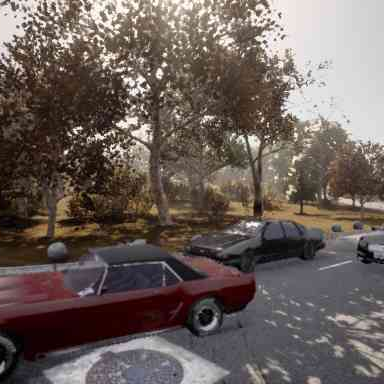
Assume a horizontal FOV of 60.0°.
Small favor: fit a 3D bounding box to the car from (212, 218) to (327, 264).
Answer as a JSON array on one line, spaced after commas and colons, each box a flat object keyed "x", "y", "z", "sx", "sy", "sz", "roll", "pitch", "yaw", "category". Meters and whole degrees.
[{"x": 2.307, "y": 1.576, "z": 10.893, "sx": 5.357, "sy": 1.411, "sz": 2.033, "roll": 0, "pitch": 0, "yaw": -38, "category": "car"}]

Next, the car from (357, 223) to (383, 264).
[{"x": 7.246, "y": 1.555, "z": 10.860, "sx": 4.902, "sy": 1.511, "sz": 2.128, "roll": 1, "pitch": -1, "yaw": -38, "category": "car"}]

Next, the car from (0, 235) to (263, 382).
[{"x": -1.384, "y": 1.603, "z": 5.324, "sx": 4.718, "sy": 1.301, "sz": 1.895, "roll": 0, "pitch": 0, "yaw": -28, "category": "car"}]
